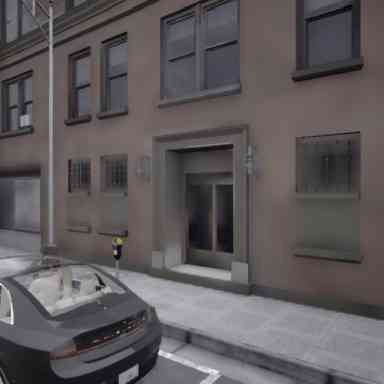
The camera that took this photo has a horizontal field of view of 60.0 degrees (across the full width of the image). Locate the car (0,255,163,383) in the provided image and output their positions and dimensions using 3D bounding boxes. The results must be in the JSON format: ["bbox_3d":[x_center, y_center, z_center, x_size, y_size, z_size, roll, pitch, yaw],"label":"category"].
[{"bbox_3d":[-2.392,1.550,4.516,4.403,1.369,2.008,0,0,36],"label":"car"}]
